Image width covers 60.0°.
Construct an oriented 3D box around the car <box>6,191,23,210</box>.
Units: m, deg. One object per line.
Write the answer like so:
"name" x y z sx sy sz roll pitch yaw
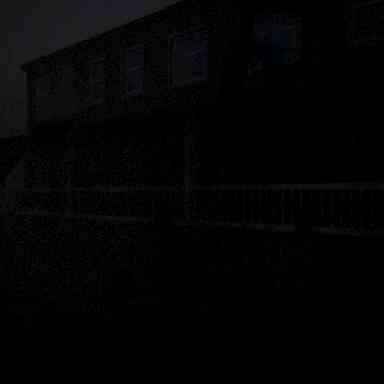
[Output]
"car" -15.045 0.691 28.364 2.097 1.767 4.553 0 16 34
